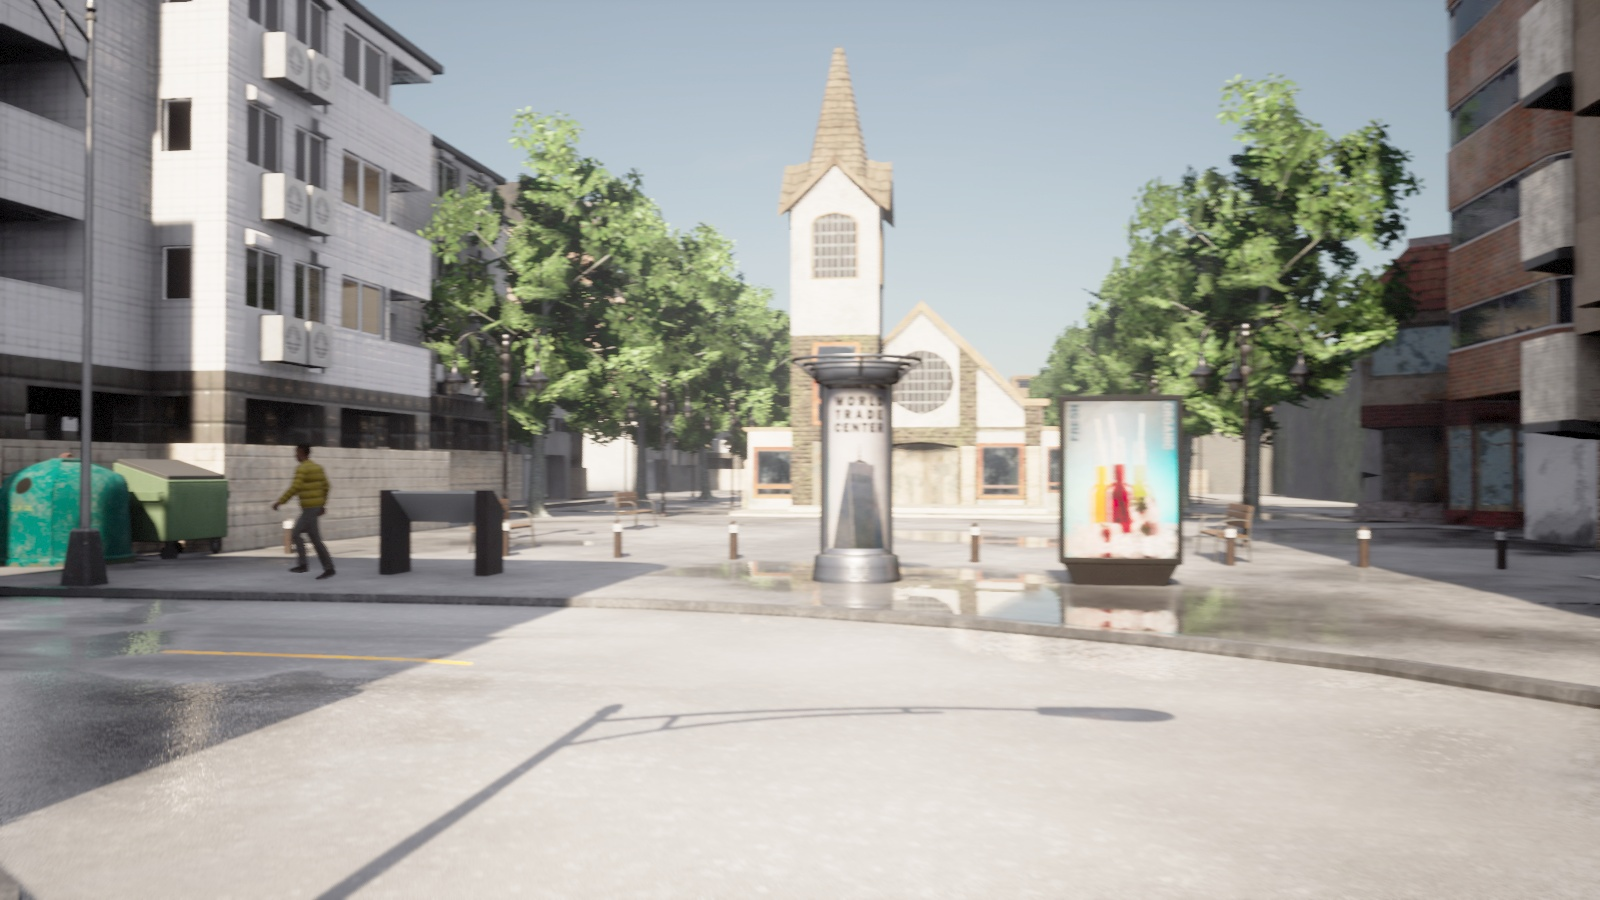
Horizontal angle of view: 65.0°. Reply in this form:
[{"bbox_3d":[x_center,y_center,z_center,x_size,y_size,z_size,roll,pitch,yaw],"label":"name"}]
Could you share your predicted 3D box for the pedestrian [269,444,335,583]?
[{"bbox_3d":[-6.661,0.841,16.814,0.709,1.840,0.431,0,-1,6],"label":"pedestrian"}]
